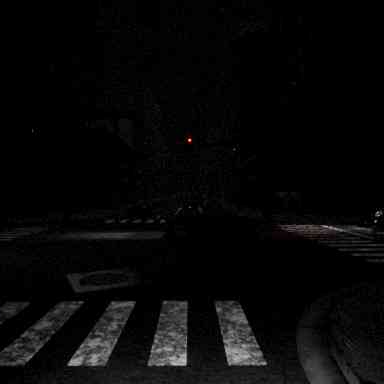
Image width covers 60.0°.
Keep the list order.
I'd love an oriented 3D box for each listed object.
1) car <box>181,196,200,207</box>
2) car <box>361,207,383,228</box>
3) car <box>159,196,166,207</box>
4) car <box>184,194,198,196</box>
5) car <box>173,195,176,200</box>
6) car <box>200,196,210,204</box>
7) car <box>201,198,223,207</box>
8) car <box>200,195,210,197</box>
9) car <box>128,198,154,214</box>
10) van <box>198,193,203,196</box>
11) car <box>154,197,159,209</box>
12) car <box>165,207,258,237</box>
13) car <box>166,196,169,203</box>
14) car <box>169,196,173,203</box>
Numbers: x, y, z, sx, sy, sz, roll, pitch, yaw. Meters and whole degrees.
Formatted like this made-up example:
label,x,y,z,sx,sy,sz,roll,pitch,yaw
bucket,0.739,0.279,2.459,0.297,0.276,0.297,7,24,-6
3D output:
label,x,y,z,sx,sy,sz,roll,pitch,yaw
car,-0.214,1.543,41.727,1.837,1.490,4.892,0,0,0
car,13.004,1.299,20.632,4.553,1.767,2.097,0,0,0
car,-5.659,1.638,52.660,1.802,1.307,4.206,0,0,0
car,-0.151,1.637,67.579,2.033,1.411,5.357,0,0,0
car,-5.621,1.673,80.214,2.008,1.369,4.403,0,0,0
car,2.358,1.628,47.139,1.802,1.307,4.206,0,0,0
car,2.343,1.596,36.116,1.947,1.339,4.313,0,0,0
car,2.365,1.622,52.649,1.947,1.339,4.313,0,0,0
car,-5.682,1.470,36.128,1.967,1.590,4.097,0,0,0
van,2.373,1.408,58.160,1.690,1.788,3.998,0,0,0
car,-5.675,1.478,41.639,1.967,1.590,4.097,0,0,0
car,0.939,1.599,17.340,4.718,1.301,1.895,0,0,0
car,-5.651,1.618,58.171,2.008,1.369,4.403,0,0,0
car,-5.636,1.533,69.192,1.967,1.590,4.097,0,0,0
